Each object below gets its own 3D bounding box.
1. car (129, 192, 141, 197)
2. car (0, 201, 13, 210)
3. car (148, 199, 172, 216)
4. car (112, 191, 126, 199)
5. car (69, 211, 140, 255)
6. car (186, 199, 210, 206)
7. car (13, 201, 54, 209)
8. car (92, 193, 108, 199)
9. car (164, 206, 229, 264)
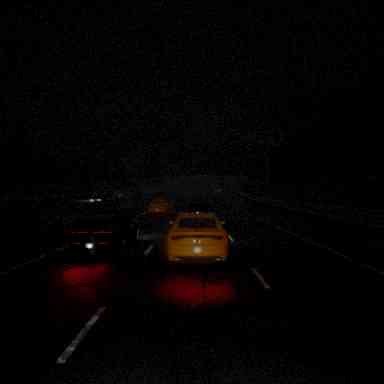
[{"bbox_3d":[-11.873,0.698,70.170,1.812,1.442,4.674,0,1,3],"label":"car"},{"bbox_3d":[-17.180,1.492,29.990,1.994,1.385,4.181,0,0,2],"label":"car"},{"bbox_3d":[-2.946,1.403,31.399,1.882,1.535,5.008,0,0,2],"label":"car"},{"bbox_3d":[-15.365,0.646,70.391,1.882,1.535,5.008,0,1,3],"label":"car"},{"bbox_3d":[-3.303,1.502,13.245,1.837,1.490,4.892,0,0,1],"label":"car"},{"bbox_3d":[0.519,1.444,29.991,1.837,1.490,4.892,0,0,1],"label":"car"},{"bbox_3d":[-13.682,1.496,29.833,1.994,1.385,4.181,0,0,2],"label":"car"},{"bbox_3d":[-18.969,0.822,68.775,1.895,1.301,4.718,0,1,3],"label":"car"},{"bbox_3d":[0.180,1.477,11.811,1.882,1.535,5.008,0,0,1],"label":"car"}]
